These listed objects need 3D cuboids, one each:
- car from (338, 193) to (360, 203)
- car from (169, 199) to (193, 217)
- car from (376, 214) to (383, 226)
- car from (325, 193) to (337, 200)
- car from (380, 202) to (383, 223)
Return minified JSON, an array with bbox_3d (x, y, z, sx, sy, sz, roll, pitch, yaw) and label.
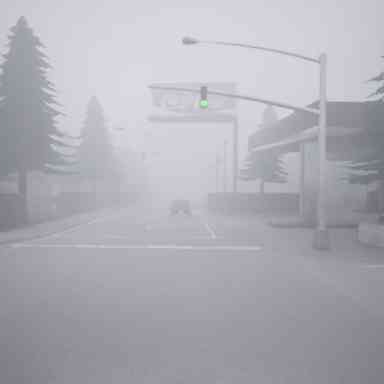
[{"bbox_3d":[32.346,1.378,67.843,2.007,1.523,4.514,0,0,-2],"label":"car"},{"bbox_3d":[-1.022,1.372,30.287,1.837,1.490,4.892,1,2,-2],"label":"car"},{"bbox_3d":[13.559,1.483,20.256,3.866,1.878,1.905,0,0,-2],"label":"car"},{"bbox_3d":[35.117,1.089,86.058,1.905,1.878,3.866,0,0,-2],"label":"car"},{"bbox_3d":[17.671,1.653,26.083,4.611,1.667,2.242,0,0,-2],"label":"car"}]
